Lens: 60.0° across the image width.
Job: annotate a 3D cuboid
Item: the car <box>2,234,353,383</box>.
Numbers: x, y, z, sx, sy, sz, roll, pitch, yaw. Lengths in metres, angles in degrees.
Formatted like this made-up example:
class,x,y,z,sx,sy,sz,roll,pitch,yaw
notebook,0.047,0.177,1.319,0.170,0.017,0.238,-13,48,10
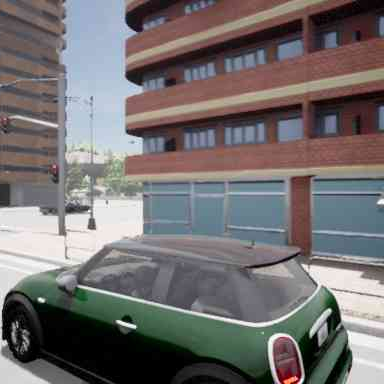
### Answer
class,x,y,z,sx,sy,sz,roll,pitch,yaw
car,-0.506,1.350,4.352,4.553,1.767,2.097,0,0,36

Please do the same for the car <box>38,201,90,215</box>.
class,x,y,z,sx,sy,sz,roll,pitch,yaw
car,-12.727,1.588,33.163,1.895,1.301,4.718,0,0,36
